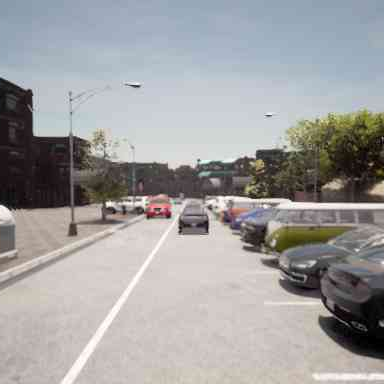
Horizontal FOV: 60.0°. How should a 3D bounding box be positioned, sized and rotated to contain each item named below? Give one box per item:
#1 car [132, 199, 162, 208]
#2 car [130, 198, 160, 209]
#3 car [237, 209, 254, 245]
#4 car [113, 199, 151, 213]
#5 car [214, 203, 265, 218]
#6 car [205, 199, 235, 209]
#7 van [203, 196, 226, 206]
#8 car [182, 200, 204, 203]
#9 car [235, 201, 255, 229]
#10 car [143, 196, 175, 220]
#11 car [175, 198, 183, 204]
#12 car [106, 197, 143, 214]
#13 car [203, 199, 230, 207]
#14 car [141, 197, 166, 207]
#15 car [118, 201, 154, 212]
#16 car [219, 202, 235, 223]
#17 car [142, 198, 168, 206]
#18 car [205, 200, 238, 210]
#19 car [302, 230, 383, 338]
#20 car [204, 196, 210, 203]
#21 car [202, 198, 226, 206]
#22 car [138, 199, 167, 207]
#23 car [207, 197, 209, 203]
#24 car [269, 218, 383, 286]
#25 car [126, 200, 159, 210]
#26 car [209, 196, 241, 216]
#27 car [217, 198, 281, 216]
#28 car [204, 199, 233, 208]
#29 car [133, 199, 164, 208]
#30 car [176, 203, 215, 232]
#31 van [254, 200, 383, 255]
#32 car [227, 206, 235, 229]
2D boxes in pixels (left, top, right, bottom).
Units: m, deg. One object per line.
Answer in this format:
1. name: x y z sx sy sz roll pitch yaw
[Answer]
1. car: -7.681 2.019 57.443 4.892 1.521 2.231 0 -1 0
2. car: -7.706 1.866 54.631 4.553 1.767 2.185 0 -1 0
3. car: 4.646 1.610 13.872 5.008 1.535 2.097 0 -1 0
4. car: -7.645 1.755 42.754 4.553 1.767 2.185 0 -1 0
5. car: 4.682 1.822 33.301 4.792 1.488 2.163 0 -1 0
6. car: 4.662 2.002 55.649 4.892 1.521 2.231 0 -1 0
7. van: 4.540 1.873 66.823 4.442 1.987 1.878 0 0 0
8. car: 0.104 1.889 38.751 1.812 1.442 4.674 0 -1 0
9. car: 4.682 1.510 16.543 4.553 1.767 2.185 0 -1 0
10. car: -3.094 1.526 32.357 2.150 2.045 5.566 0 -1 0
11. car: -3.023 2.042 74.439 2.033 1.411 5.357 0 1 0
12. car: -7.705 1.603 39.942 5.566 2.045 2.435 0 -1 0
13. car: 4.663 2.080 64.028 4.892 1.521 2.231 0 0 0
14. car: -7.643 1.971 66.388 4.553 1.767 2.185 0 0 0
15. car: -7.673 1.948 45.690 4.674 1.452 2.002 0 -1 0
16. car: 4.680 1.743 24.923 4.792 1.488 2.163 0 -1 0
17. car: -7.678 2.100 69.217 5.008 1.535 2.097 0 0 0
18. car: 4.649 1.974 52.857 5.008 1.535 2.097 0 -1 0
19. car: 4.644 1.532 5.366 4.892 1.521 2.231 0 -1 0
20. car: 4.626 1.697 50.065 5.566 2.045 2.435 0 -1 0
21. car: 4.651 2.099 69.630 4.892 1.521 2.231 0 1 0
22. car: -7.489 2.071 63.445 5.366 1.575 1.946 0 -1 0
23. car: 4.686 1.772 44.601 4.553 1.767 2.185 0 -1 0
24. car: 4.656 1.558 8.160 4.892 1.521 2.231 0 -1 0
25. car: -7.704 1.994 51.692 4.792 1.488 2.163 0 -1 0
26. car: 4.680 1.515 30.511 5.566 2.045 2.435 0 -1 0
27. car: 4.621 1.614 27.715 4.553 1.767 2.185 0 -1 0
28. car: 4.649 2.029 58.568 4.892 1.521 2.231 0 -1 0
29. car: -7.859 2.043 60.506 5.366 1.575 1.946 0 -1 0
30. car: 0.102 1.694 21.581 2.128 1.511 4.902 0 -1 0
31. van: 4.534 1.358 10.955 4.442 1.987 1.878 0 -1 0
32. car: 4.649 1.702 19.333 4.674 1.452 2.002 0 -1 0
